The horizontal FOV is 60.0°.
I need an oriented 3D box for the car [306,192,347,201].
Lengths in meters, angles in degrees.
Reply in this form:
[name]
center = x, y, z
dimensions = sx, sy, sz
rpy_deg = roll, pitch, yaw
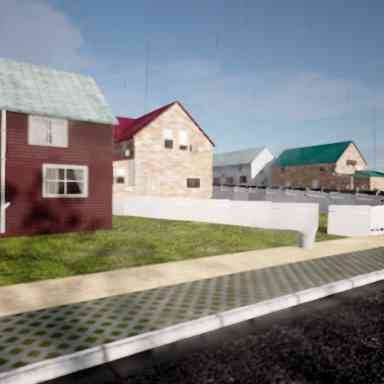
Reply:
[car]
center = 12.771, 0.706, 31.194
dimensions = 1.812, 1.442, 4.674
rpy_deg = 1, 2, -33
